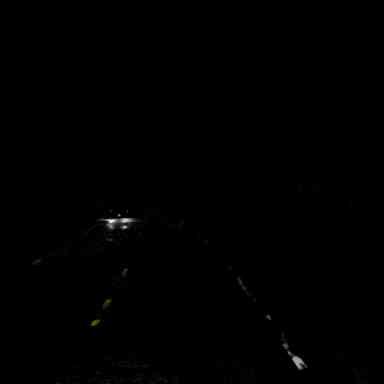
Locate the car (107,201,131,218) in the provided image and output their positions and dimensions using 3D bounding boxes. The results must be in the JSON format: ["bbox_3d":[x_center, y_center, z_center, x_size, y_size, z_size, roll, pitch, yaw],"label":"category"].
[{"bbox_3d":[-6.590,1.520,30.097,2.033,1.411,5.357,0,0,-12],"label":"car"}]
